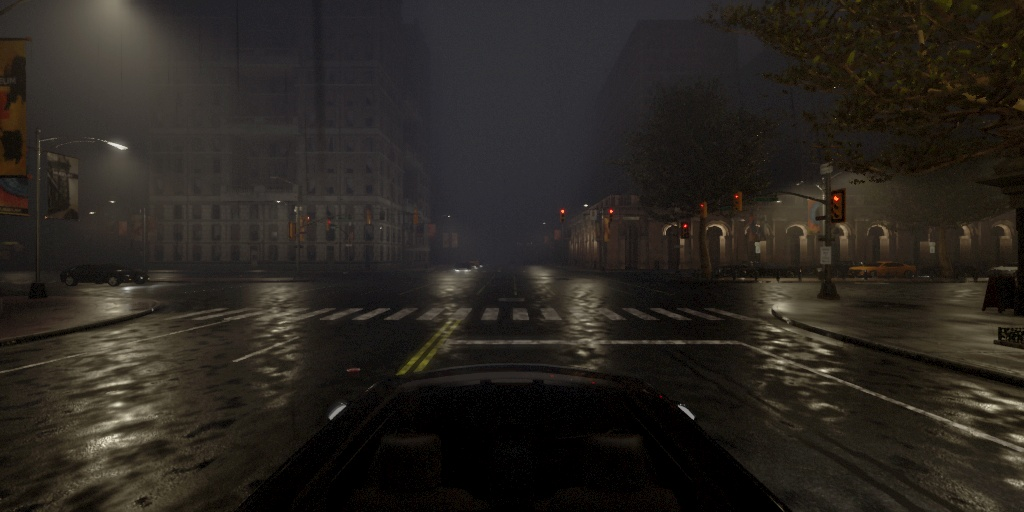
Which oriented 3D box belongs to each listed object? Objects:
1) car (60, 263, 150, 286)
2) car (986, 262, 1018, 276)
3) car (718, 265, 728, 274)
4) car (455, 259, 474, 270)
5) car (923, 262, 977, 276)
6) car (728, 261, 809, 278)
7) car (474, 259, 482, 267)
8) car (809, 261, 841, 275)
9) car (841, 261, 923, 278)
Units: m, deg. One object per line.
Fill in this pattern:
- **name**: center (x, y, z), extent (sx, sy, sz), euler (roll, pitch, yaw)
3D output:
- **car**: center (-27.647, 1.255, 24.430), extent (4.892, 1.490, 1.837), euler (0, 0, 0)
- **car**: center (45.852, 1.276, 32.296), extent (4.674, 1.442, 1.812), euler (0, 0, 1)
- **car**: center (23.289, 1.241, 35.911), extent (4.902, 1.511, 2.128), euler (0, 0, 0)
- **car**: center (-7.167, 1.314, 52.628), extent (1.994, 1.385, 4.181), euler (0, 0, 0)
- **car**: center (43.544, 1.314, 35.814), extent (4.181, 1.385, 1.994), euler (0, 0, 0)
- **car**: center (23.088, 1.297, 32.412), extent (5.357, 1.411, 2.033), euler (0, 0, 0)
- **car**: center (-7.141, 1.227, 65.100), extent (1.882, 1.535, 5.008), euler (0, 0, 1)
- **car**: center (33.234, 1.241, 35.869), extent (4.902, 1.511, 2.128), euler (0, 0, 0)
- **car**: center (33.330, 1.228, 32.367), extent (5.008, 1.535, 1.882), euler (0, 0, 0)
